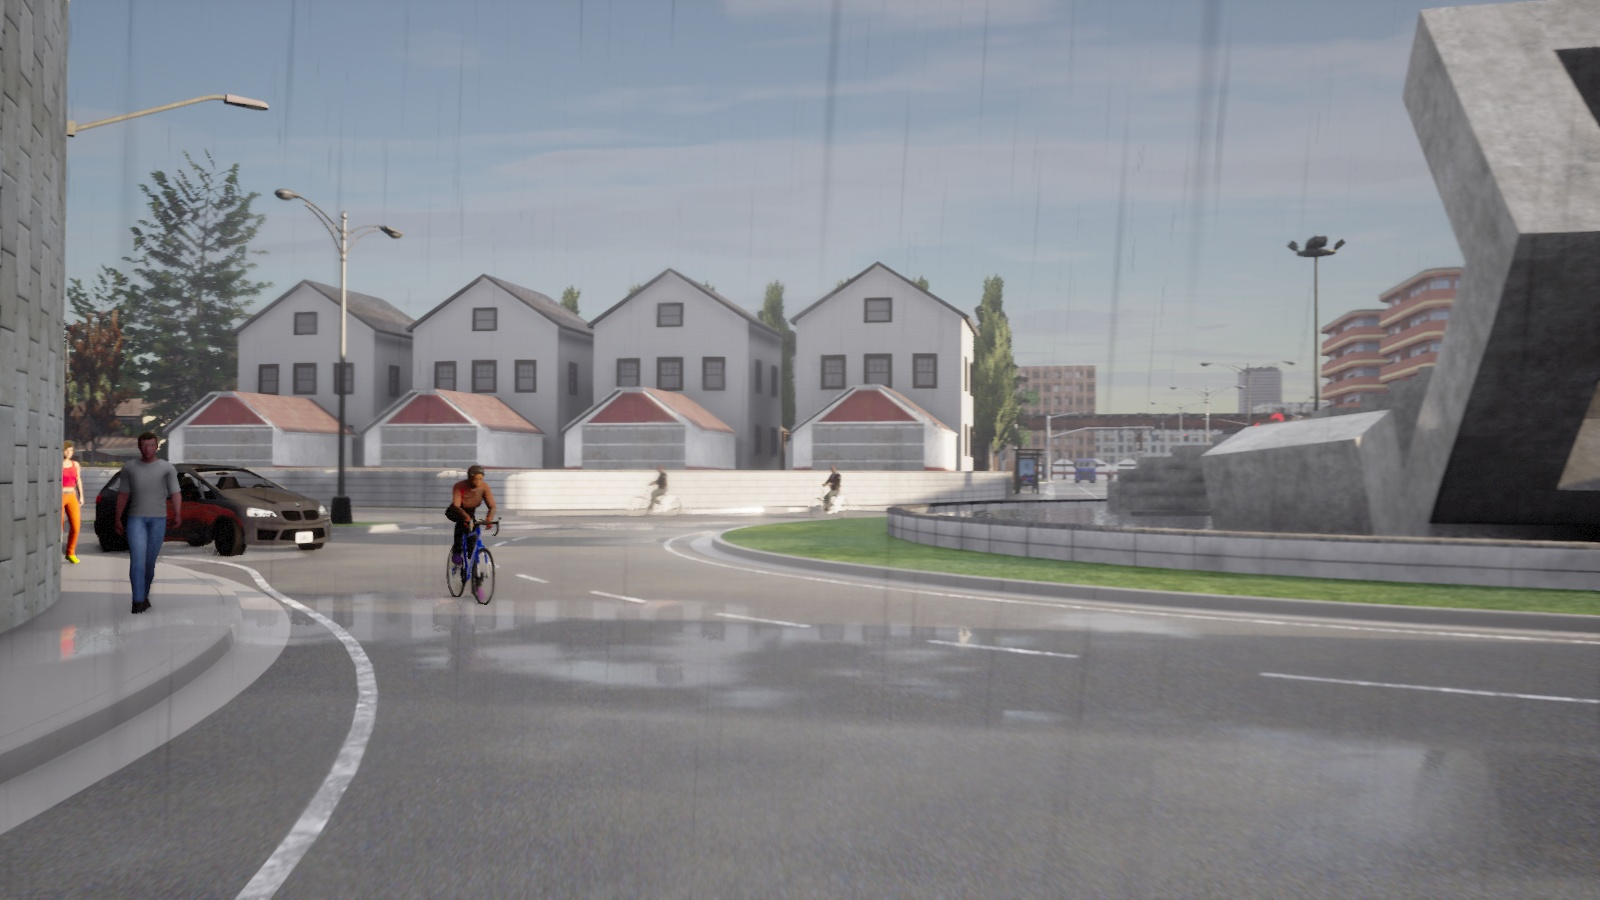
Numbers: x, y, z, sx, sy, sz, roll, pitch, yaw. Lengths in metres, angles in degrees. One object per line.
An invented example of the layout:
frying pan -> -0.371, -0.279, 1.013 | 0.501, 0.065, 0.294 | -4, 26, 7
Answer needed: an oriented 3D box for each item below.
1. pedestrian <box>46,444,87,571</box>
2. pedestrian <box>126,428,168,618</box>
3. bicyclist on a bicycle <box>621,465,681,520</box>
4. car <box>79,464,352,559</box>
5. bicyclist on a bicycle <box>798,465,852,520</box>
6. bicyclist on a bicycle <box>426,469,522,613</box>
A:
pedestrian -> -10.791, 0.831, 18.473 | 0.594, 1.836, 0.345 | -1, -1, 41
pedestrian -> -6.506, 0.711, 12.526 | 0.354, 1.836, 0.706 | 0, -1, -27
bicyclist on a bicycle -> -4.954, 1.409, 41.808 | 1.843, 1.776, 0.659 | 0, -2, -28
car -> -11.150, 1.114, 23.979 | 4.611, 1.667, 2.242 | -1, -1, 24
bicyclist on a bicycle -> 0.829, 1.372, 41.245 | 1.843, 1.776, 0.659 | 1, -1, -45
bicyclist on a bicycle -> -3.902, 1.037, 14.952 | 0.582, 1.620, 1.656 | 1, -1, -34
